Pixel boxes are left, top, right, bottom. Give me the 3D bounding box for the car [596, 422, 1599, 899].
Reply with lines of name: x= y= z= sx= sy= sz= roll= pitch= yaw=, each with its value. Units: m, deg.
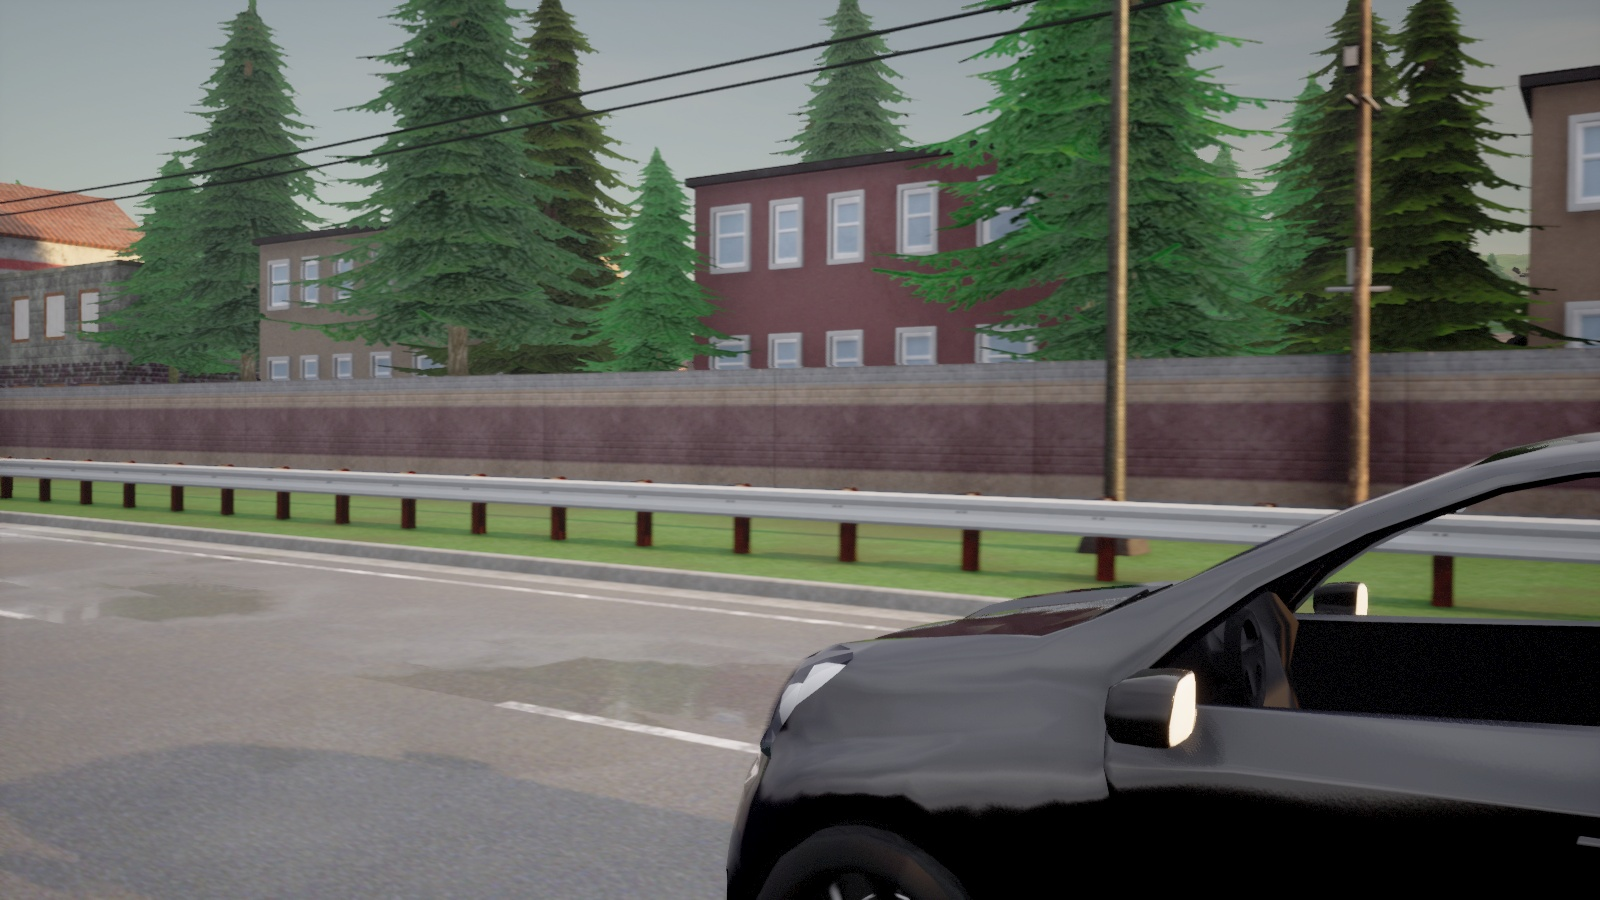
car: x=1.574 y=0.696 z=2.578 sx=3.633 sy=1.501 sz=1.845 roll=0 pitch=1 yaw=34
